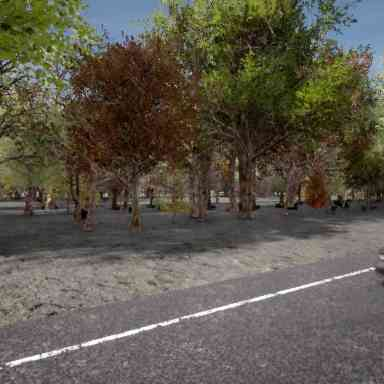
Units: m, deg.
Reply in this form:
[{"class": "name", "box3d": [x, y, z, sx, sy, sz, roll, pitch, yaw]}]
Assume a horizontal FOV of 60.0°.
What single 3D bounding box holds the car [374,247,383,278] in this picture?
[{"class": "car", "box3d": [6.782, 1.550, 8.556, 5.357, 1.411, 2.033, 0, 0, -35]}]
